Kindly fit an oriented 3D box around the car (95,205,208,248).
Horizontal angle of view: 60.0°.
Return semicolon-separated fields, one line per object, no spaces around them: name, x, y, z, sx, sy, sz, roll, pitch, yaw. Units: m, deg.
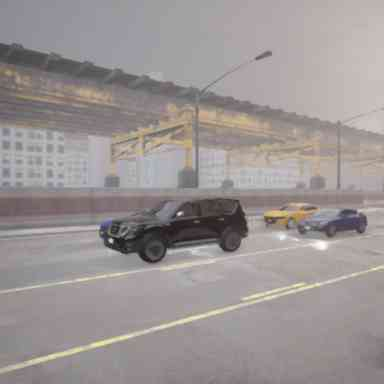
car;-1.787;1.477;15.605;5.008;1.535;1.882;0;0;-35

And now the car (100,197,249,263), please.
car;-0.355;1.222;12.328;5.566;2.045;2.150;0;0;-35

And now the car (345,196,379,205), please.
car;29.961;1.449;58.698;4.974;1.542;2.038;0;0;-7

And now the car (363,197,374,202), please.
car;29.910;1.291;58.691;4.536;1.218;1.853;0;0;-7

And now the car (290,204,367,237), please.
car;7.700;1.525;18.031;4.674;1.442;1.812;0;0;-35

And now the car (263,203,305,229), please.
car;6.772;1.477;21.649;5.008;1.535;1.882;0;0;-35
